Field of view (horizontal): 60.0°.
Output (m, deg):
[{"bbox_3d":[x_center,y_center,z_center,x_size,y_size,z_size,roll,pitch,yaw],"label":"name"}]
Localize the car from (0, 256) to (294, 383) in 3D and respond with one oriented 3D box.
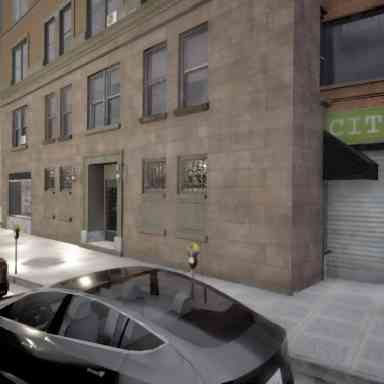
[{"bbox_3d":[-1.051,1.565,3.821,4.313,1.339,1.947,0,1,35],"label":"car"}]
